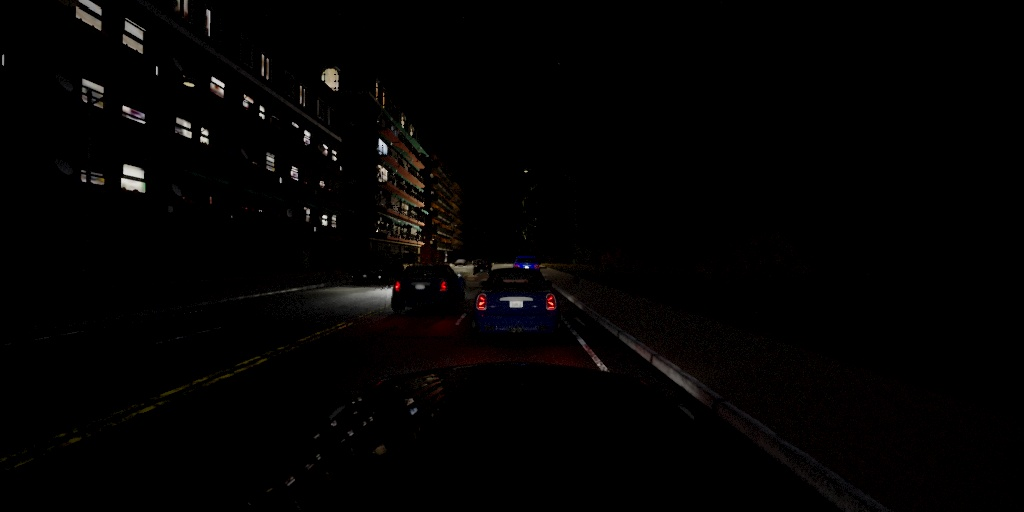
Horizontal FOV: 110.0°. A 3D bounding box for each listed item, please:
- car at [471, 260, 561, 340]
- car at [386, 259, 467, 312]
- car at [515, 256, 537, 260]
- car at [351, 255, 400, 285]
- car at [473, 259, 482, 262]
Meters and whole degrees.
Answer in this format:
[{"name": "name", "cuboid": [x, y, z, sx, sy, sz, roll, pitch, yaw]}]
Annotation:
[{"name": "car", "cuboid": [0.103, 1.103, 10.177, 2.097, 1.767, 4.553, 0, 0, 0]}, {"name": "car", "cuboid": [-3.145, 1.104, 14.409, 2.097, 1.767, 4.553, 0, 0, 0]}, {"name": "car", "cuboid": [1.151, 0.979, 30.130, 2.150, 2.045, 5.566, 0, 0, 0]}, {"name": "car", "cuboid": [-9.839, 0.975, 26.726, 2.150, 2.045, 5.566, 0, 0, 0]}, {"name": "car", "cuboid": [-3.131, 1.246, 39.351, 2.128, 1.511, 4.902, 0, 0, 0]}]
